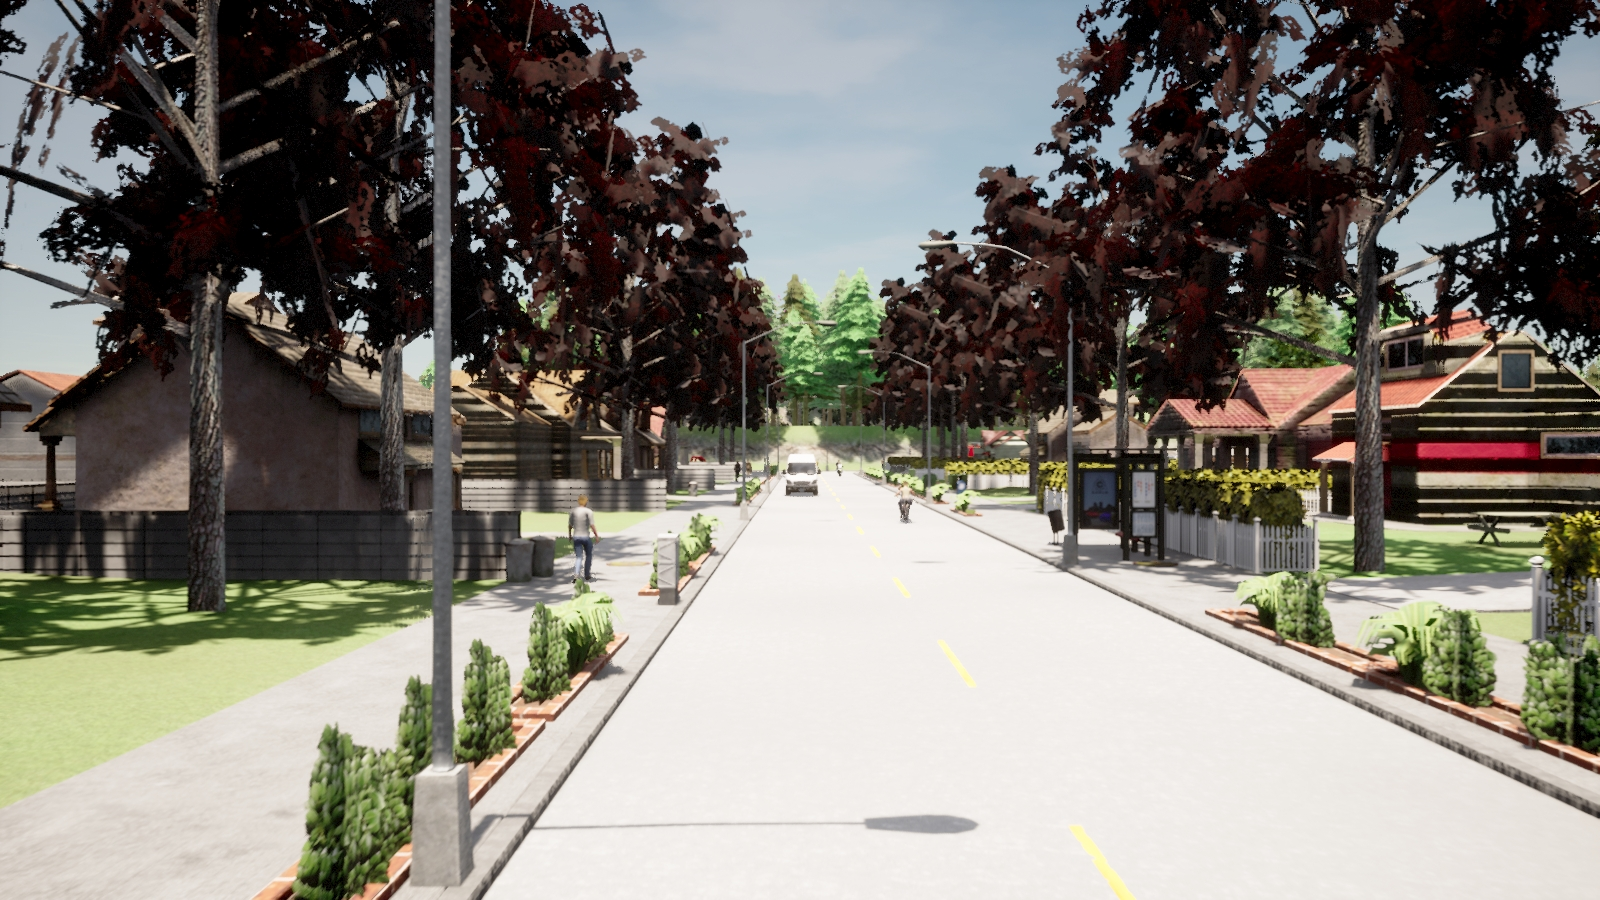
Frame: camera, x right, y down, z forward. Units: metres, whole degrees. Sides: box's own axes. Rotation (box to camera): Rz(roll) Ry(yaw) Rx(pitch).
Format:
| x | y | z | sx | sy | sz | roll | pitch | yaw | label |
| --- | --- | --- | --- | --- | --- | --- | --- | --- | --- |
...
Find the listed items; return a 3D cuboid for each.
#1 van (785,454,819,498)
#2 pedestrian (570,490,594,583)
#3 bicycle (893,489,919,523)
| x | y | z | sx | sy | sz | roll | pitch | yaw | label |
| --- | --- | --- | --- | --- | --- | --- | --- | --- | --- |
| 0.112 | 1.534 | 70.391 | 1.988 | 2.561 | 5.915 | 0 | 0 | 0 | van |
| -4.428 | 1.743 | 23.234 | 0.375 | 1.860 | 0.375 | 0 | 0 | 10 | pedestrian |
| 4.084 | 2.157 | 44.283 | 0.859 | 1.276 | 1.487 | 0 | 0 | 0 | bicycle |
